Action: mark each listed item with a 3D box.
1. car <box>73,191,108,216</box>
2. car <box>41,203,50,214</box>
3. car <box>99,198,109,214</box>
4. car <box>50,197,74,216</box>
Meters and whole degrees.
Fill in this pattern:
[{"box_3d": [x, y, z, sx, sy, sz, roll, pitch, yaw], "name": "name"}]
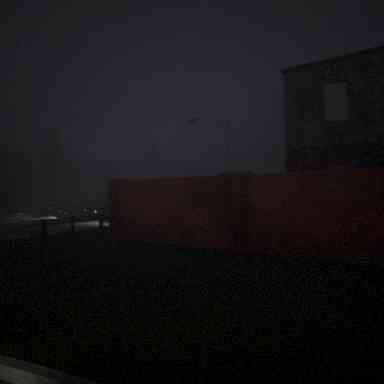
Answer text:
[{"box_3d": [-6.398, 0.939, 27.176, 2.150, 2.045, 5.566, -1, 1, 36], "name": "car"}, {"box_3d": [-11.777, 1.254, 31.662, 1.882, 1.535, 5.008, -1, 1, 37], "name": "car"}, {"box_3d": [-4.103, 1.235, 24.386, 1.812, 1.442, 4.674, -1, 2, 37], "name": "car"}, {"box_3d": [-9.562, 1.332, 28.773, 1.994, 1.385, 4.181, -1, 1, 37], "name": "car"}]
